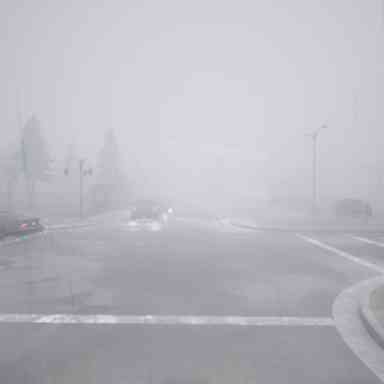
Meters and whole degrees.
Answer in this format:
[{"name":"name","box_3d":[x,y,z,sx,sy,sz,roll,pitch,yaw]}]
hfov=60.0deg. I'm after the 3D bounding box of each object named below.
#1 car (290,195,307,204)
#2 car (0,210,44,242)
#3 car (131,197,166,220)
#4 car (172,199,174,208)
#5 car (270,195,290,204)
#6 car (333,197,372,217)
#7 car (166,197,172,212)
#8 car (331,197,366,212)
[{"name":"car","box_3d":[17.340,1.239,54.996,2.152,1.636,5.027,0,0,0]},{"name":"car","box_3d":[-9.889,1.510,15.626,5.357,1.411,2.033,0,0,4]},{"name":"car","box_3d":[-3.595,1.306,27.145,2.097,1.767,4.553,0,0,0]},{"name":"car","box_3d":[-3.586,1.412,47.235,2.128,1.511,4.902,0,0,0]},{"name":"car","box_3d":[14.203,1.248,54.974,2.007,1.523,4.514,0,0,0]},{"name":"car","box_3d":[13.956,1.326,28.941,1.845,1.501,3.633,0,0,0]},{"name":"car","box_3d":[-3.592,1.415,37.170,1.882,1.535,5.008,0,0,0]},{"name":"car","box_3d":[17.009,1.324,36.332,1.970,1.475,3.806,0,0,0]}]
